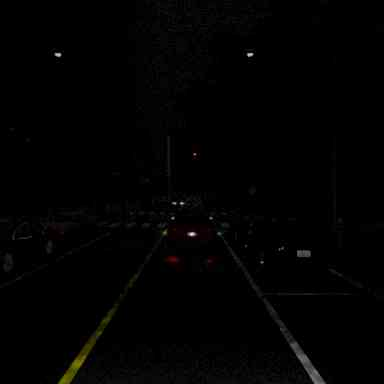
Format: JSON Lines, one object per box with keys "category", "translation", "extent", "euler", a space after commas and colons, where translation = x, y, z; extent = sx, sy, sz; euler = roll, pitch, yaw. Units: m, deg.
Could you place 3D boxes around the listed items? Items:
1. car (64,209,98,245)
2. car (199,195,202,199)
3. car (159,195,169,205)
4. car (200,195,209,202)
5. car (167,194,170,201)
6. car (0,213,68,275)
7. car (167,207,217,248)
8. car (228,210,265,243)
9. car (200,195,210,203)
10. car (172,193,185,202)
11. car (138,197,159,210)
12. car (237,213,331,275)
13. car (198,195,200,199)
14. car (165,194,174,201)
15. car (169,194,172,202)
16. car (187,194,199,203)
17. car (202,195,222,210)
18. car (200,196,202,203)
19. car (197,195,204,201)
{"category": "car", "translation": [-5.762, 1.525, 15.628], "extent": [1.752, 1.417, 4.829], "euler": [0, 0, 0]}
{"category": "car", "translation": [2.763, 1.584, 58.841], "extent": [2.008, 1.369, 4.403], "euler": [0, 0, 0]}
{"category": "car", "translation": [-5.762, 1.584, 58.834], "extent": [2.008, 1.369, 4.403], "euler": [0, 0, 0]}
{"category": "car", "translation": [2.763, 1.494, 75.211], "extent": [1.967, 1.590, 4.097], "euler": [0, 0, 0]}
{"category": "car", "translation": [-5.762, 1.622, 64.291], "extent": [1.802, 1.307, 4.206], "euler": [0, 0, 0]}
{"category": "car", "translation": [-5.762, 1.549, 10.286], "extent": [2.008, 1.369, 4.403], "euler": [0, 0, 0]}
{"category": "car", "translation": [0.000, 1.573, 14.650], "extent": [1.994, 1.385, 4.181], "euler": [0, 0, 0]}
{"category": "car", "translation": [2.763, 1.550, 15.807], "extent": [2.008, 1.369, 4.403], "euler": [0, 0, 0]}
{"category": "car", "translation": [2.763, 1.488, 69.755], "extent": [1.967, 1.590, 4.097], "euler": [0, 0, 0]}
{"category": "car", "translation": [-3.000, 1.485, 74.259], "extent": [1.882, 1.535, 5.008], "euler": [0, 0, 0]}
{"category": "car", "translation": [-5.762, 1.580, 42.463], "extent": [1.947, 1.339, 4.313], "euler": [0, 0, 0]}
{"category": "car", "translation": [2.763, 1.564, 10.294], "extent": [1.947, 1.339, 4.313], "euler": [0, 0, 0]}
{"category": "car", "translation": [2.763, 1.591, 64.298], "extent": [2.008, 1.369, 4.403], "euler": [0, 0, 0]}
{"category": "car", "translation": [-5.762, 1.384, 86.120], "extent": [2.192, 1.841, 5.009], "euler": [0, 0, 0]}
{"category": "car", "translation": [-5.762, 1.629, 69.748], "extent": [1.802, 1.307, 4.206], "euler": [0, 0, 0]}
{"category": "car", "translation": [0.000, 1.578, 67.181], "extent": [1.812, 1.442, 4.674], "euler": [0, 0, 0]}
{"category": "car", "translation": [2.763, 1.329, 42.473], "extent": [2.192, 1.841, 5.009], "euler": [0, 0, 0]}
{"category": "car", "translation": [2.763, 1.593, 53.385], "extent": [1.947, 1.339, 4.313], "euler": [0, 0, 0]}
{"category": "car", "translation": [2.355, 1.583, 93.128], "extent": [1.837, 1.490, 4.892], "euler": [0, 0, 0]}
